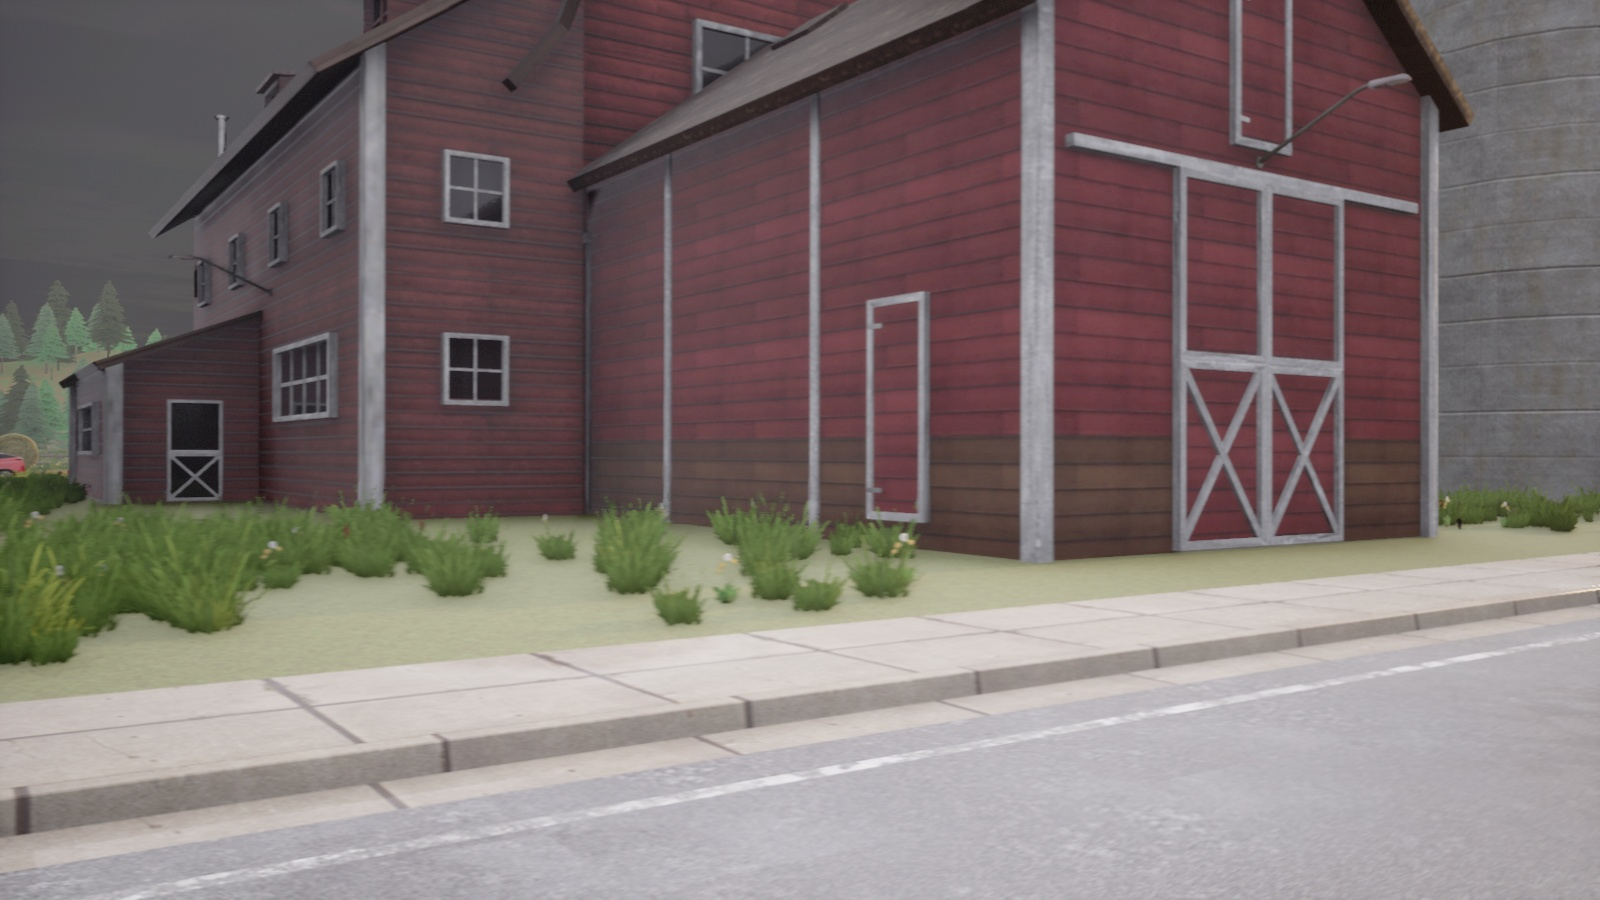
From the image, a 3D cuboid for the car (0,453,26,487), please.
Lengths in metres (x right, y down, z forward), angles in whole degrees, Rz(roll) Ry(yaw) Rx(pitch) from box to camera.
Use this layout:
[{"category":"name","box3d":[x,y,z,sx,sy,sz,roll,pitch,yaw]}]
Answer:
[{"category":"car","box3d":[-36.520,0.877,54.877,4.514,1.525,2.007,0,0,-35]}]
